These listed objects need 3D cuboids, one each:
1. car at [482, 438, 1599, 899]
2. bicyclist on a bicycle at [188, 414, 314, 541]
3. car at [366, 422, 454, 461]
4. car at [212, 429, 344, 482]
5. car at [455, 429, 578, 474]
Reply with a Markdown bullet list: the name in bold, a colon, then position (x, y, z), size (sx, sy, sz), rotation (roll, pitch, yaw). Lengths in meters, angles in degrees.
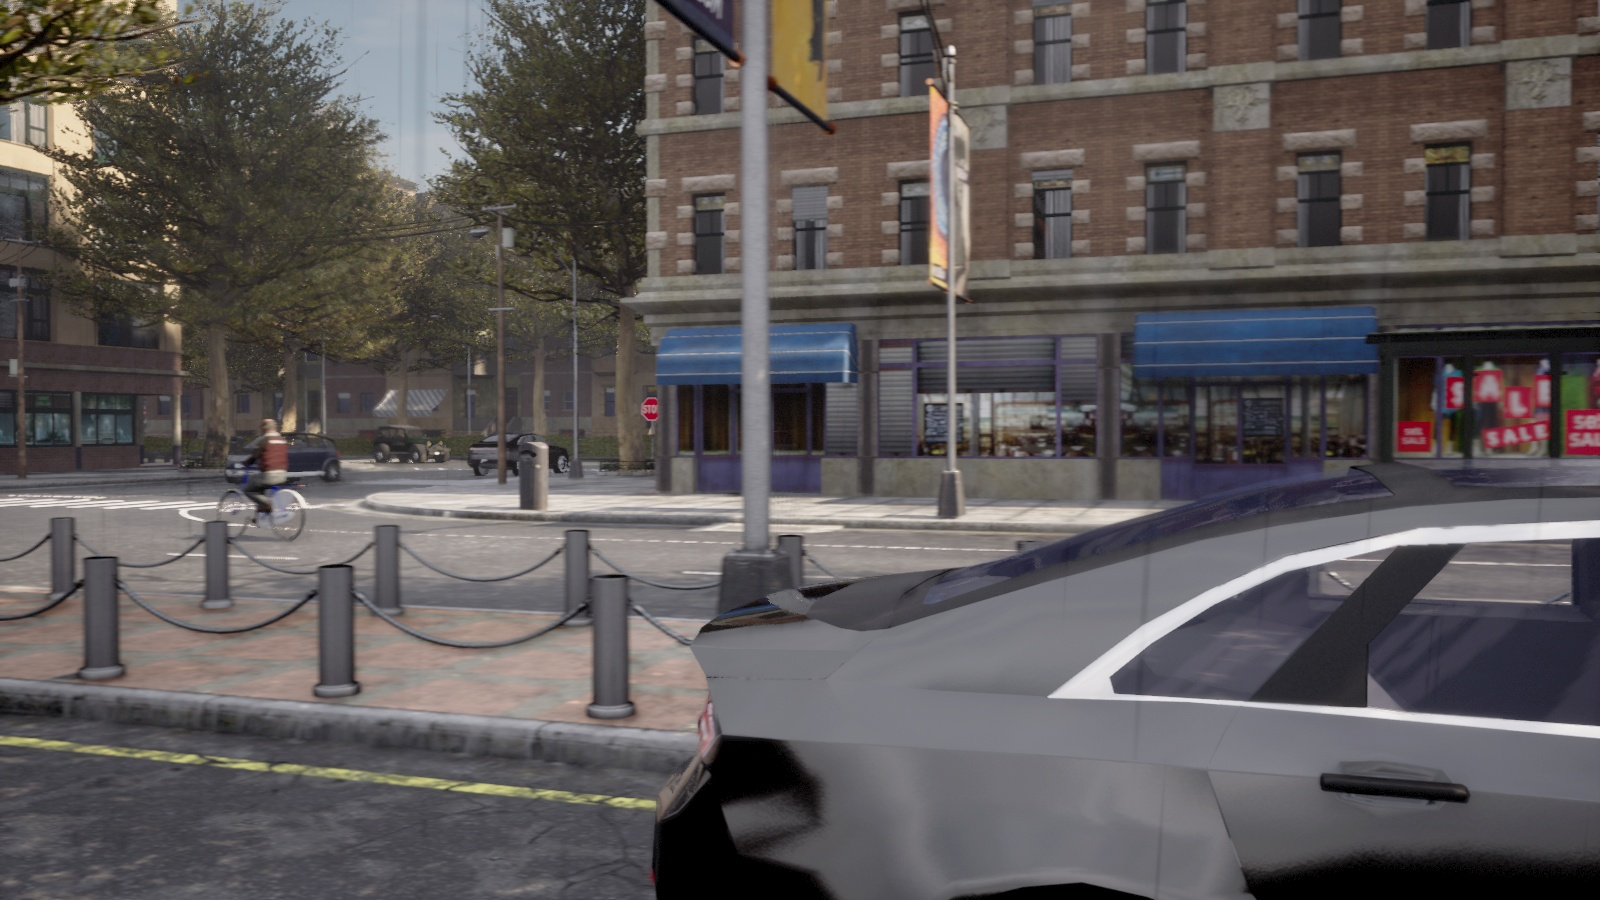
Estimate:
- **car**: position (2.089, 0.751, 2.490), size (4.902, 1.511, 2.128), rotation (1, 1, 19)
- **bicyclist on a bicycle**: position (-8.037, 0.373, 18.359), size (1.843, 1.776, 0.659), rotation (1, 0, 27)
- **car**: position (-19.111, -0.433, 61.468), size (3.866, 1.878, 1.905), rotation (0, 1, 26)
- **car**: position (-15.972, 0.126, 38.615), size (1.789, 1.549, 3.705), rotation (1, 1, 18)
- **car**: position (-10.152, 0.019, 45.332), size (2.128, 1.511, 4.902), rotation (1, 1, 18)
